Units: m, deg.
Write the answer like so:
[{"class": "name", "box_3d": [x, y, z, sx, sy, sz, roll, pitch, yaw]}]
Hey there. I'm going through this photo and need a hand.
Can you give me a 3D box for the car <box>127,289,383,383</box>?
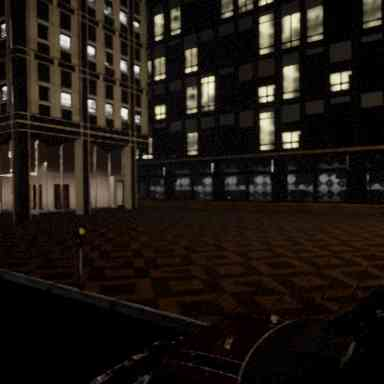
[{"class": "car", "box_3d": [1.359, 1.389, 1.975, 4.097, 1.590, 1.967, 0, 1, 34]}]
